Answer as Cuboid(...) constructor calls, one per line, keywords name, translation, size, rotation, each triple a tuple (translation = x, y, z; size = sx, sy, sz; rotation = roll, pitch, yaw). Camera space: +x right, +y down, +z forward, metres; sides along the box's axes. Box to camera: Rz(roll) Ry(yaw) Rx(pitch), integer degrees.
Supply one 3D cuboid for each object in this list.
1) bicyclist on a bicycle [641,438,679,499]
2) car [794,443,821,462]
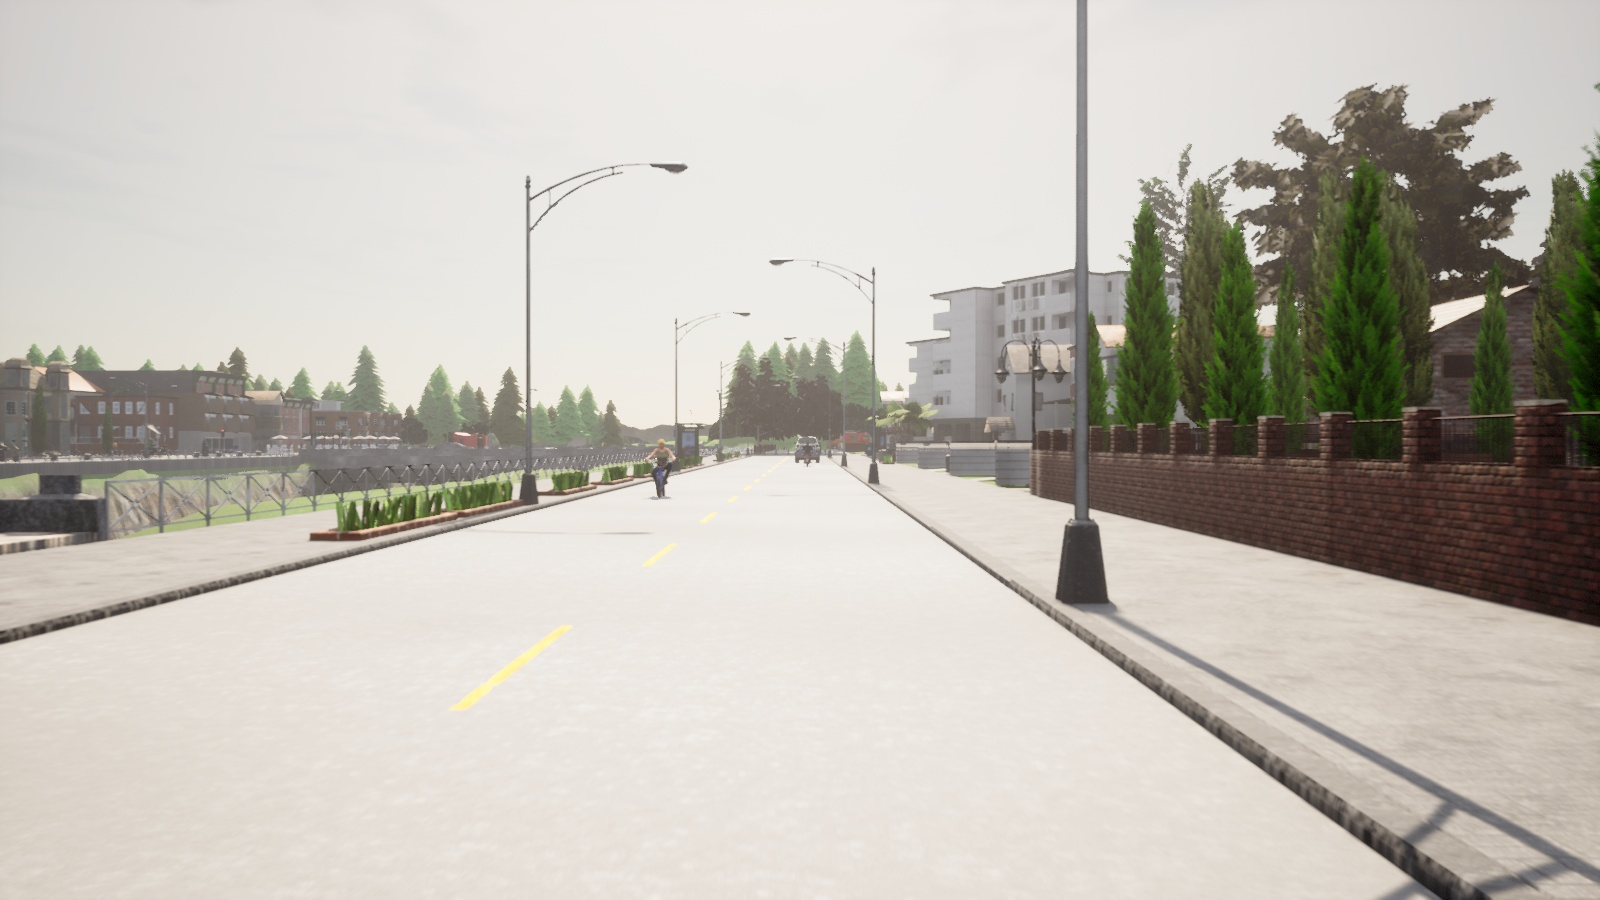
Cuboid(name="bicyclist on a bicycle", translation=(-3.788, 0.488, 34.115), size=(0.866, 1.612, 1.509), rotation=(0, 0, 0))
Cuboid(name="car", translation=(0.567, 0.173, 95.755), size=(1.970, 1.475, 3.806), rotation=(0, 0, 0))
